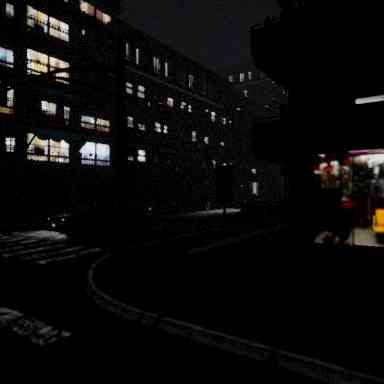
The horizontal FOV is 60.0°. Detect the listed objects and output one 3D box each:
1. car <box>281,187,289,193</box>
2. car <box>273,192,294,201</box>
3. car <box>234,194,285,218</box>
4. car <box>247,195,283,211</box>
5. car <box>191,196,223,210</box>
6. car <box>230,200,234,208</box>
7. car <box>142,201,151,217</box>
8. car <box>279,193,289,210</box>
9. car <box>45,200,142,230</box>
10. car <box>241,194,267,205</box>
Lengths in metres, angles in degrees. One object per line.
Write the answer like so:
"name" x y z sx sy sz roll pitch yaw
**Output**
"car" 15.146 0.040 49.185 2.150 2.045 5.566 0 1 35
"car" 14.711 0.730 53.211 1.947 1.339 4.313 1 1 35
"car" 5.288 1.124 25.174 1.887 1.381 4.507 1 1 35
"car" 7.195 1.041 32.519 1.994 1.385 4.181 0 1 35
"car" 1.664 1.092 34.708 1.947 1.339 4.313 1 1 35
"car" 6.020 1.053 36.398 1.895 1.301 4.718 0 1 35
"car" -4.966 1.275 25.526 1.947 1.339 4.313 1 1 35
"car" 8.492 1.071 29.842 1.802 1.307 4.206 1 1 35
"car" -5.761 1.327 19.745 2.033 1.411 5.357 0 1 36
"car" 8.187 0.927 43.958 1.802 1.307 4.206 1 1 35
